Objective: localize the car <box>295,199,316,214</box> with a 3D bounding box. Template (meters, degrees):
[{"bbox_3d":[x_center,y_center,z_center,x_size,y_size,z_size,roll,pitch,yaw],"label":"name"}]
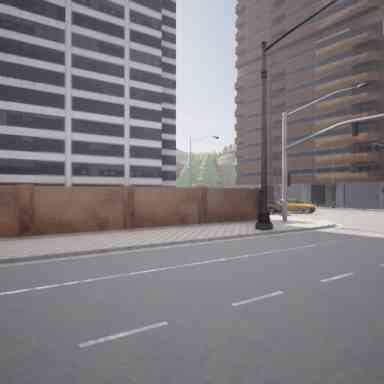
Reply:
[{"bbox_3d":[10.600,1.475,35.028,1.882,1.535,5.008,0,0,-36],"label":"car"}]

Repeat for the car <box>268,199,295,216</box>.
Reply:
[{"bbox_3d":[7.462,1.502,33.396,1.837,1.490,4.892,0,0,-36],"label":"car"}]

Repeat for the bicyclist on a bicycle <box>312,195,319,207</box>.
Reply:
[{"bbox_3d":[17.250,1.298,46.287,1.656,1.620,0.582,0,0,-36],"label":"bicyclist on a bicycle"}]
